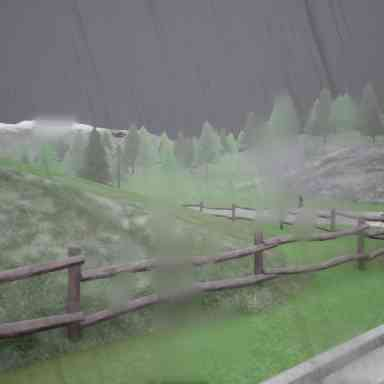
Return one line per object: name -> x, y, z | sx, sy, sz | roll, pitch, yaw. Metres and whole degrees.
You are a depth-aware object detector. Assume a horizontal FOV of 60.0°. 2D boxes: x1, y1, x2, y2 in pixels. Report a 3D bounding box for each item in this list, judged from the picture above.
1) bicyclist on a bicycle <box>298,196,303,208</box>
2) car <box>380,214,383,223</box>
bicyclist on a bicycle -> 14.321, 1.302, 43.832 | 0.582, 1.620, 1.656 | 0, 0, 34
car -> 14.449, 1.564, 21.255 | 4.181, 1.385, 1.994 | 0, 0, 40
